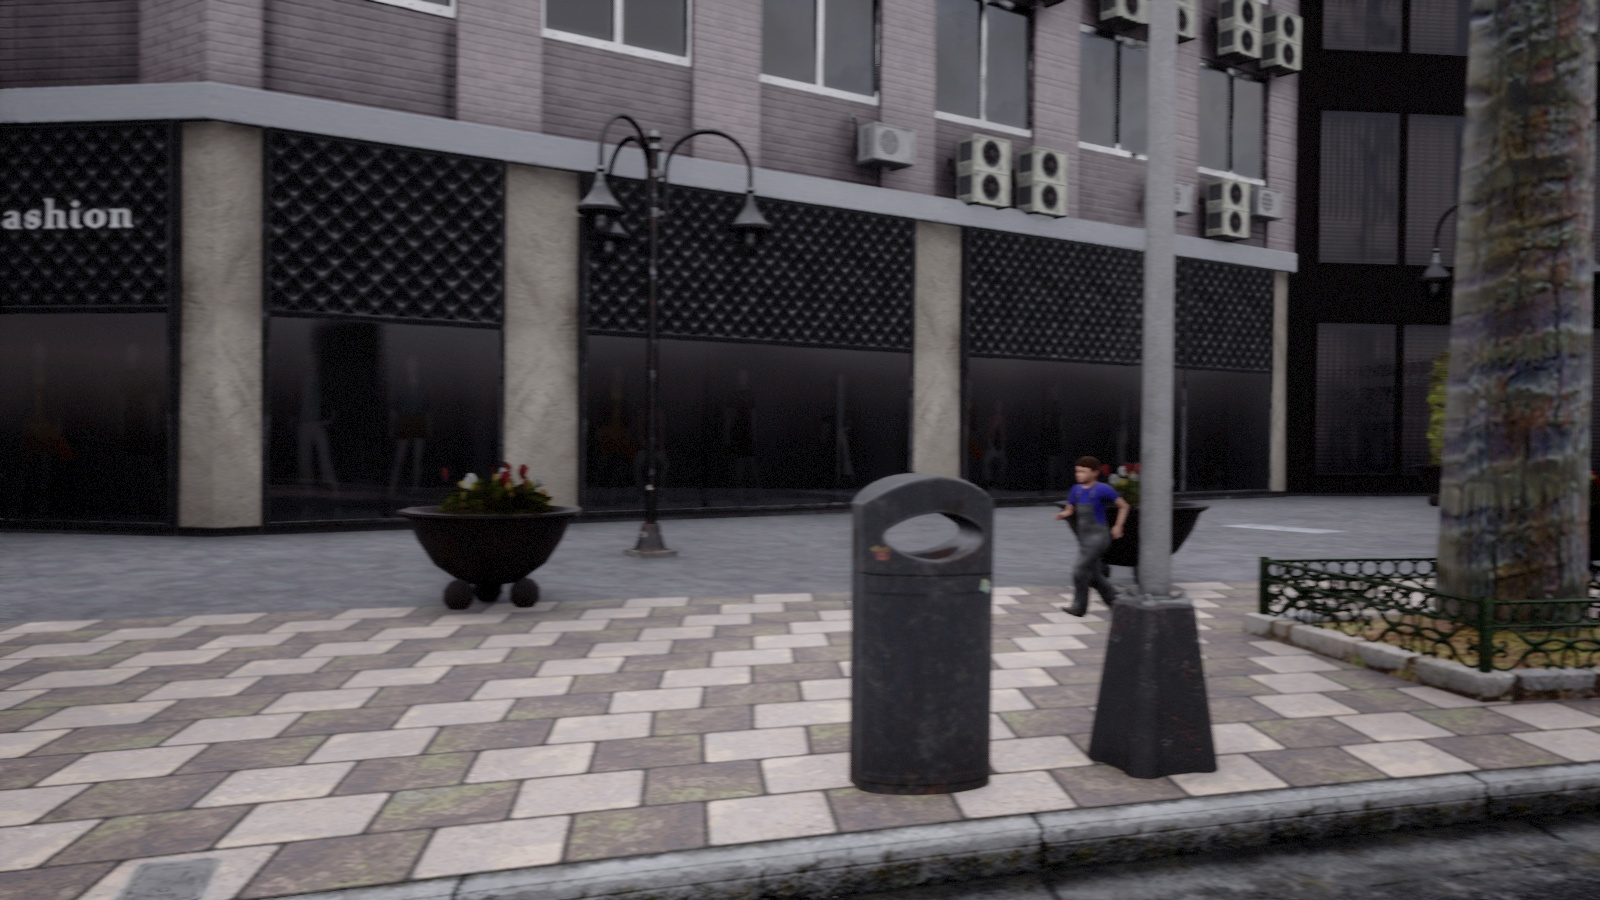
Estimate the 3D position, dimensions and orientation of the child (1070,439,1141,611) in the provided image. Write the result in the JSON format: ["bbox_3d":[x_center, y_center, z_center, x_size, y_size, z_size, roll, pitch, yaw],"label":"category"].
[{"bbox_3d":[2.298,0.550,9.460,0.437,1.263,0.270,-1,1,-24],"label":"child"}]
